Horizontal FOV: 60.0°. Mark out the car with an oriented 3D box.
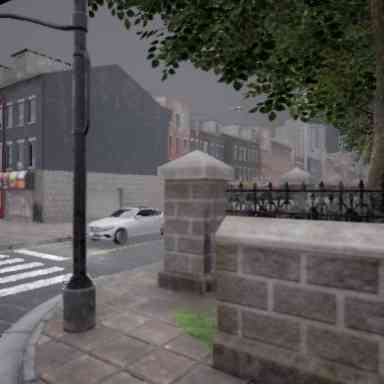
[{"bbox_3d":[-2.707,1.400,15.282,1.812,1.442,4.674,0,1,35],"label":"car"}]
